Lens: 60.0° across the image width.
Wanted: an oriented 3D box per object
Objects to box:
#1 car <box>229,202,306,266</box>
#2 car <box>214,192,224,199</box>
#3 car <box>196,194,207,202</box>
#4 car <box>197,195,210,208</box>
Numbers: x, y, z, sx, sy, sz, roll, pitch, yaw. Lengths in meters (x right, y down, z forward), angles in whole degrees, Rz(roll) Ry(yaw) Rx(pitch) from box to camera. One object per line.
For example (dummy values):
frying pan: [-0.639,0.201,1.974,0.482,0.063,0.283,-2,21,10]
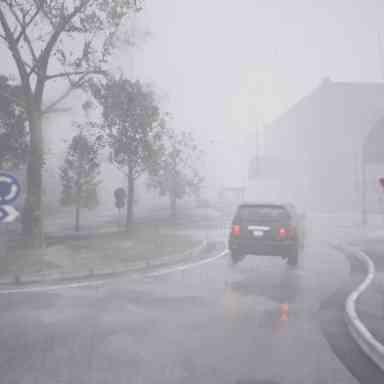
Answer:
car: [2.972,1.391,12.515,2.150,2.045,5.566,0,-1,21]
car: [7.196,1.207,92.926,2.097,1.535,5.008,0,0,8]
car: [2.139,1.307,74.470,2.128,1.511,4.902,0,0,5]
car: [1.655,1.560,49.585,2.128,1.511,4.902,0,1,-1]
